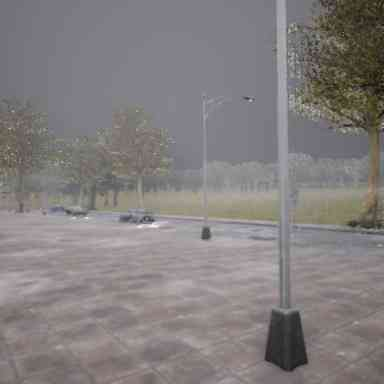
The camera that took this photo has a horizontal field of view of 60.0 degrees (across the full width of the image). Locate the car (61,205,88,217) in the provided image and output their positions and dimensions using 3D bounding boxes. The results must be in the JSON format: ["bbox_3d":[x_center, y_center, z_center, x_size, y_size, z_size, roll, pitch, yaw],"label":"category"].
[{"bbox_3d":[-15.881,2.584,45.474,1.882,1.535,5.008,-2,-1,-36],"label":"car"}]

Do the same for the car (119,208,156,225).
[{"bbox_3d":[-4.972,2.148,30.004,1.994,1.385,4.181,-2,-1,-35],"label":"car"}]

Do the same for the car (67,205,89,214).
[{"bbox_3d":[-18.698,2.800,54.339,2.033,1.411,5.357,-2,-1,-36],"label":"car"}]

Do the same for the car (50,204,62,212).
[{"bbox_3d":[-26.256,3.141,64.867,1.882,1.535,5.008,-2,-1,-36],"label":"car"}]
